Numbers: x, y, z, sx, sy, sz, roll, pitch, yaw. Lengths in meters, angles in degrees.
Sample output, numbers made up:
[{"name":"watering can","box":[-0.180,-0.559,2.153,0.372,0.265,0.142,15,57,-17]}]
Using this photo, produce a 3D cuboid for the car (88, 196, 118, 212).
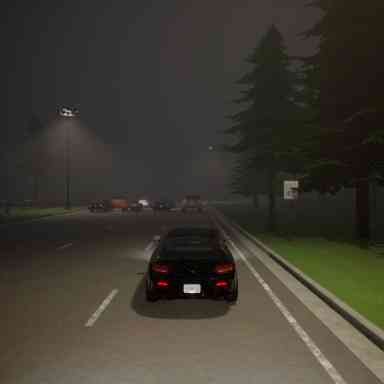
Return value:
[{"name":"car","box":[-10.493,1.547,38.739,2.033,1.411,5.357,0,0,0]}]

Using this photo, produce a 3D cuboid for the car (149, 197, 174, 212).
[{"name":"car","box":[-3.493,1.564,39.154,1.994,1.385,4.181,0,0,0]}]

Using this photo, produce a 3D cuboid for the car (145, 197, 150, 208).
[{"name":"car","box":[-6.991,1.526,49.158,1.812,1.442,4.674,0,0,0]}]

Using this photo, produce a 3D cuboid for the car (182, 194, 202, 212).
[{"name":"car","box":[0.007,1.221,38.767,2.150,2.045,5.566,0,0,0]}]

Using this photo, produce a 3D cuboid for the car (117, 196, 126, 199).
[{"name":"car","box":[-10.491,1.352,49.129,2.097,1.767,4.553,0,0,0]}]

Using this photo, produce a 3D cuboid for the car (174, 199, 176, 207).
[{"name":"car","box":[-3.491,1.478,49.157,1.882,1.535,5.008,0,0,0]}]

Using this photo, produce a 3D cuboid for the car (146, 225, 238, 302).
[{"name":"car","box":[0.002,1.526,8.124,1.812,1.442,4.674,0,0,0]}]

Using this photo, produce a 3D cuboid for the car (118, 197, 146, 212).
[{"name":"car","box":[-6.993,1.601,39.185,1.895,1.301,4.718,0,0,0]}]
